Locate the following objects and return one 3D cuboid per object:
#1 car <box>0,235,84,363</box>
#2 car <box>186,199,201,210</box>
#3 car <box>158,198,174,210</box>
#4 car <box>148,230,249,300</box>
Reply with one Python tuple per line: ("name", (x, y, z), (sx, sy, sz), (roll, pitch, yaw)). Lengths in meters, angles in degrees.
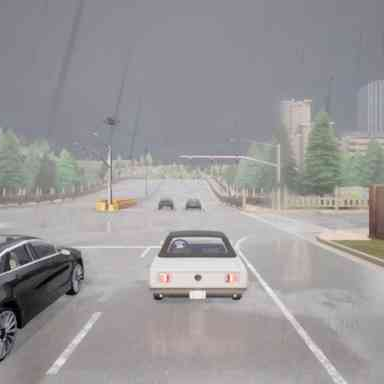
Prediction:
("car", (-3.389, 1.491, 5.795), (2.128, 1.511, 4.902), (0, 0, 0))
("car", (0.181, 1.562, 43.755), (1.994, 1.385, 4.181), (0, 0, 0))
("car", (-3.322, 1.503, 43.661), (1.837, 1.490, 4.892), (0, 0, 0))
("car", (0.114, 1.600, 8.331), (1.895, 1.301, 4.718), (0, 0, 0))
